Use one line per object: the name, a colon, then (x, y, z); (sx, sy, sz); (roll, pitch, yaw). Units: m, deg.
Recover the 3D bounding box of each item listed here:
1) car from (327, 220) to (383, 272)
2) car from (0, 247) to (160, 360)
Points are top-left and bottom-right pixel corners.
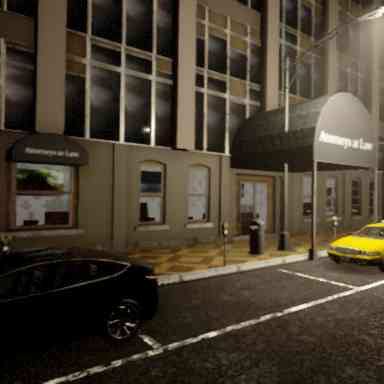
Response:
car: (6.462, 1.649, 11.186); (4.829, 1.417, 1.752); (1, 0, -36)
car: (-2.526, 1.574, 4.929); (4.313, 1.339, 1.947); (1, 0, -36)
